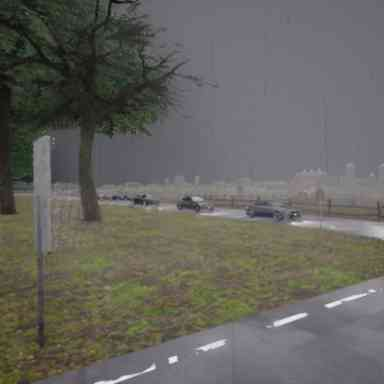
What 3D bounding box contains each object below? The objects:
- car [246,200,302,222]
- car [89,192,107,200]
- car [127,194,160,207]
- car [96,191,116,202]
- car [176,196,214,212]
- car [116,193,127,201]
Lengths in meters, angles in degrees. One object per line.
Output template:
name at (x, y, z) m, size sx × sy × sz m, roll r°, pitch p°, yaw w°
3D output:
car at (5.951, 1.326, 24.561) m, size 1.994 × 1.385 × 4.181 m, roll -1°, pitch 2°, yaw -37°
car at (-17.616, 0.665, 62.204) m, size 1.994 × 1.385 × 4.181 m, roll -1°, pitch 1°, yaw -36°
car at (-5.733, 0.933, 40.725) m, size 1.882 × 1.535 × 5.008 m, roll -1°, pitch 2°, yaw -36°
car at (-14.481, 0.619, 52.988) m, size 2.097 × 1.767 × 4.553 m, roll -1°, pitch 1°, yaw -36°
car at (0.217, 1.130, 32.483) m, size 1.812 × 1.442 × 4.674 m, roll -1°, pitch 2°, yaw -36°
car at (-11.714, 0.827, 54.018) m, size 1.895 × 1.301 × 4.718 m, roll -1°, pitch 1°, yaw -36°
